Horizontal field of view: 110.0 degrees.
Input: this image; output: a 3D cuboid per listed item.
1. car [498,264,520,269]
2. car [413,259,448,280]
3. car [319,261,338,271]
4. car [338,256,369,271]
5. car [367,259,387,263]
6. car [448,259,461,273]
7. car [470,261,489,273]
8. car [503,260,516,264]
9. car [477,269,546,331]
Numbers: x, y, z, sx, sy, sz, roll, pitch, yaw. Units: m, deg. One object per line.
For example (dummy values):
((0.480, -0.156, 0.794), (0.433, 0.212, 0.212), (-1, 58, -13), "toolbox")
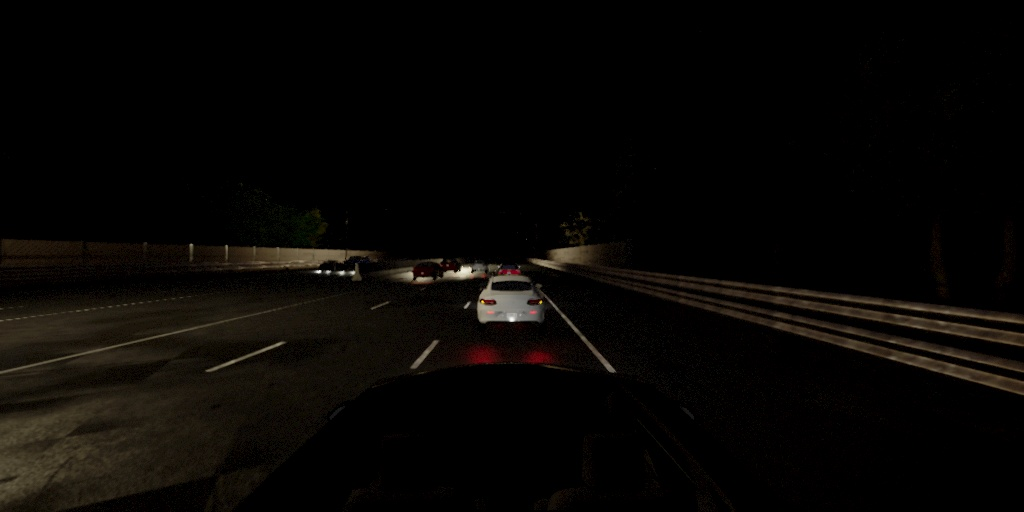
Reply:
((-0.128, 1.344, 20.640), (1.895, 1.301, 4.718), (0, 0, 0), "car")
((-7.158, 1.219, 31.048), (1.882, 1.535, 5.008), (0, 0, -1), "car")
((-25.014, 1.315, 49.804), (1.994, 1.385, 4.181), (0, 0, -1), "car")
((-21.513, 1.000, 49.850), (2.150, 2.045, 5.566), (0, 0, -1), "car")
((-18.015, 1.306, 49.717), (1.994, 1.385, 4.181), (0, 0, -1), "car")
((-7.317, 1.089, 42.748), (2.097, 1.767, 4.553), (0, 0, -1), "car")
((-3.825, 1.262, 43.274), (1.812, 1.442, 4.674), (0, 0, -1), "car")
((-0.248, 1.304, 29.976), (1.994, 1.385, 4.181), (0, 0, -1), "car")
((-0.041, 1.273, 10.874), (1.812, 1.442, 4.674), (0, 0, -1), "car")
